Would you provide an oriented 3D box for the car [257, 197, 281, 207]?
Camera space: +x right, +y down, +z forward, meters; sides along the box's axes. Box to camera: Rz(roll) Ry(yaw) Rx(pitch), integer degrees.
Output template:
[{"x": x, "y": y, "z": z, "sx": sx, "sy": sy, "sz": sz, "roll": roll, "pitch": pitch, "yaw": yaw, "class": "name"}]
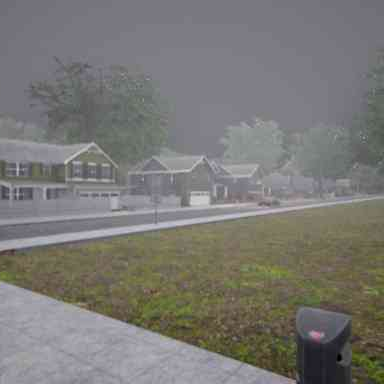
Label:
[{"x": 11.410, "y": 1.386, "z": 48.737, "sx": 2.033, "sy": 1.411, "sz": 5.357, "roll": 0, "pitch": 0, "yaw": 35, "class": "car"}]
